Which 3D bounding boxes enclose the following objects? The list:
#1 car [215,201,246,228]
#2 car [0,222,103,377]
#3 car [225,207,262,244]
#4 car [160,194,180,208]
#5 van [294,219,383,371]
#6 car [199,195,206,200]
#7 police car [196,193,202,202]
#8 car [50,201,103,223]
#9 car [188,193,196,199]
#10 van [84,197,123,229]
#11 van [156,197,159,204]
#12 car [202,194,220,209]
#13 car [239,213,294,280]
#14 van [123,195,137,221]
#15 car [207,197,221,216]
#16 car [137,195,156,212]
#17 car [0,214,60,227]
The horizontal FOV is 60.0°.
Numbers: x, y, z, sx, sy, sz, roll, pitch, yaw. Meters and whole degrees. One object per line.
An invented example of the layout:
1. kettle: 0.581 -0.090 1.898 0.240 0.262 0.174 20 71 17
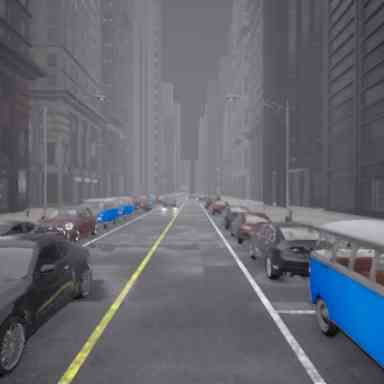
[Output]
1. car: 2.761 1.518 20.987 2.008 1.369 4.403 0 0 0
2. car: -3.102 1.515 5.652 1.812 1.442 4.674 0 0 0
3. car: 2.761 1.557 15.350 1.802 1.307 4.206 0 0 0
4. car: -3.083 1.442 47.041 1.837 1.490 4.892 0 0 0
5. van: 2.761 1.334 4.077 1.690 1.788 3.998 0 0 0
6. car: 2.760 1.443 88.791 1.752 1.417 4.829 0 0 0
7. police car: 2.367 1.348 73.137 1.930 1.638 5.238 0 0 0
8. car: -5.764 1.415 15.334 1.967 1.590 4.097 0 0 0
9. car: 0.001 1.265 90.296 1.882 1.535 5.008 0 0 0
10. van: -5.765 1.308 20.971 1.690 1.788 3.998 0 0 0
11. van: -5.765 1.282 43.516 1.690 1.788 3.998 0 0 0
12. car: 2.760 1.256 43.531 2.192 1.841 5.009 0 0 0
13. car: 2.761 1.534 9.714 2.008 1.369 4.403 0 0 0
14. van: -5.765 1.301 26.607 1.690 1.788 3.998 0 0 0
15. car: 2.761 1.498 32.259 1.887 1.381 4.507 0 0 0
16. car: -5.765 1.261 37.879 2.192 1.841 5.009 0 0 0
17. car: -5.764 1.549 9.698 1.947 1.339 4.313 0 0 0
